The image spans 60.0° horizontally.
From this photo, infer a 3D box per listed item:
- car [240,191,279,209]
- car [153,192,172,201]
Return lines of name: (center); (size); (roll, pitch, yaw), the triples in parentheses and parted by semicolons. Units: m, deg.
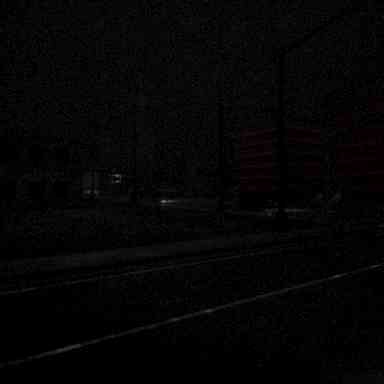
car: (8.310, 0.905, 41.237); (2.150, 2.045, 5.566); (0, 1, -34)
car: (-5.517, 0.766, 61.559); (1.837, 1.490, 4.892); (0, 1, -34)
